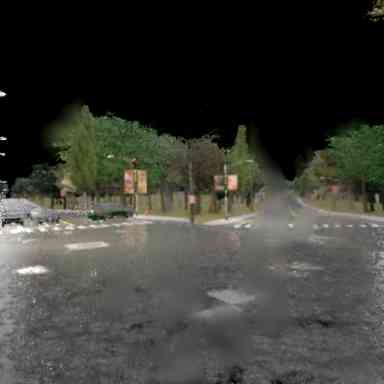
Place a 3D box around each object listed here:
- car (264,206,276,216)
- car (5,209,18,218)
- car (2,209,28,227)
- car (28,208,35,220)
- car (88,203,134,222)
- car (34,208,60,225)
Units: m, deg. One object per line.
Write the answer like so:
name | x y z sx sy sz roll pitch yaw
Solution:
car | 16.334 3.912 69.387 2.150 2.045 5.566 -2 -3 16
car | -30.679 3.590 56.403 1.812 1.442 4.674 -1 -2 -29
car | -18.015 2.738 33.509 1.895 1.301 4.718 -1 -1 -29
car | -21.560 3.068 46.625 1.812 1.442 4.674 -1 -2 -28
car | -8.998 2.261 37.141 2.150 2.045 5.566 -1 -1 33
car | -15.276 2.595 35.282 1.837 1.490 4.892 -1 -1 -28
